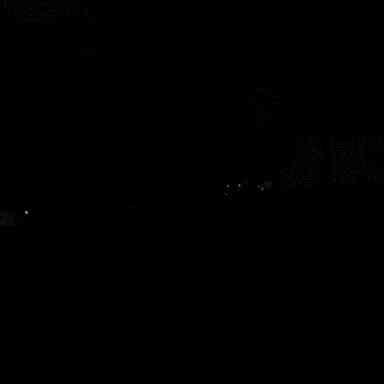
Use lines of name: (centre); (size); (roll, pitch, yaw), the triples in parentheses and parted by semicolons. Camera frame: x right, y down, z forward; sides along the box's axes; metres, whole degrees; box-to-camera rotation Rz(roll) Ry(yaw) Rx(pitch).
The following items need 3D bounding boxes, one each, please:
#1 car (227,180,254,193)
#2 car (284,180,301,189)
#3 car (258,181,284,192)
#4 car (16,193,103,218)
car: (6.483, -0.866, 44.671); (2.097, 1.767, 4.553); (1, 4, 35)
car: (16.038, -1.220, 53.495); (2.033, 1.411, 5.357); (1, 4, 32)
car: (10.409, -0.743, 44.860); (1.812, 1.442, 4.674); (1, 4, 35)
car: (-7.740, 0.729, 19.976); (1.895, 1.301, 4.718); (1, 3, 36)
